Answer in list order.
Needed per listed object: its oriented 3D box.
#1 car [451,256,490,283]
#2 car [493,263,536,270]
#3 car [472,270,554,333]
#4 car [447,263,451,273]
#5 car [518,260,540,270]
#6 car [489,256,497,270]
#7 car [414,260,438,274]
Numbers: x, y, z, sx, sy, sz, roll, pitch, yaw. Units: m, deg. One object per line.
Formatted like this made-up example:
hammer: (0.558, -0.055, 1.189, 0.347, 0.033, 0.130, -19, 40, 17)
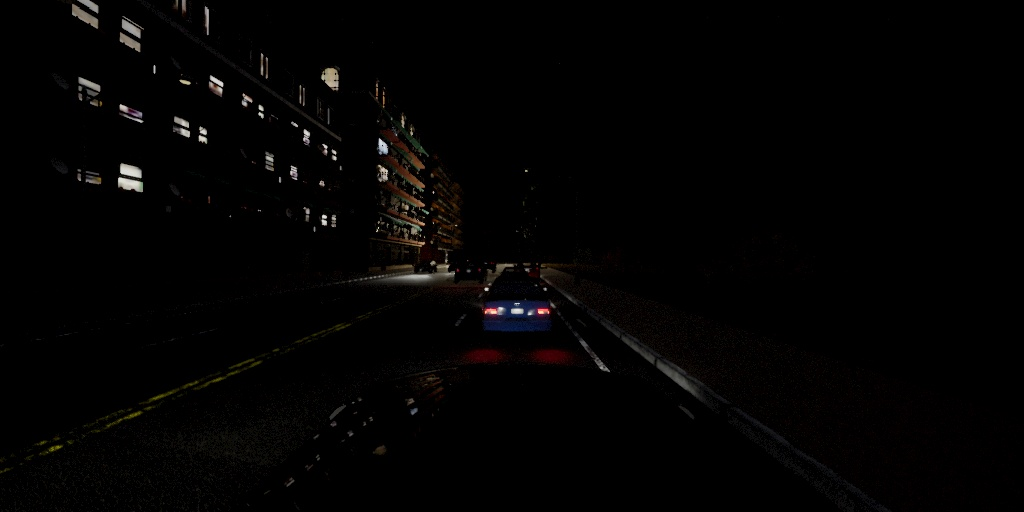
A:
car: (-3.102, 1.105, 27.827, 2.097, 1.767, 4.553, 0, 0, 0)
car: (0.130, 1.317, 20.961, 1.994, 1.385, 4.181, 0, 0, 1)
car: (0.118, 1.299, 10.627, 2.033, 1.411, 5.357, 0, 0, 0)
car: (-6.520, 1.317, 43.321, 1.994, 1.385, 4.181, 0, 0, 0)
car: (1.191, 1.105, 29.895, 2.097, 1.767, 4.553, 0, 0, 0)
car: (-3.069, 0.977, 44.255, 2.150, 2.045, 5.566, 0, 0, 0)
car: (-9.776, 1.245, 40.953, 2.128, 1.511, 4.902, 0, 0, 0)
